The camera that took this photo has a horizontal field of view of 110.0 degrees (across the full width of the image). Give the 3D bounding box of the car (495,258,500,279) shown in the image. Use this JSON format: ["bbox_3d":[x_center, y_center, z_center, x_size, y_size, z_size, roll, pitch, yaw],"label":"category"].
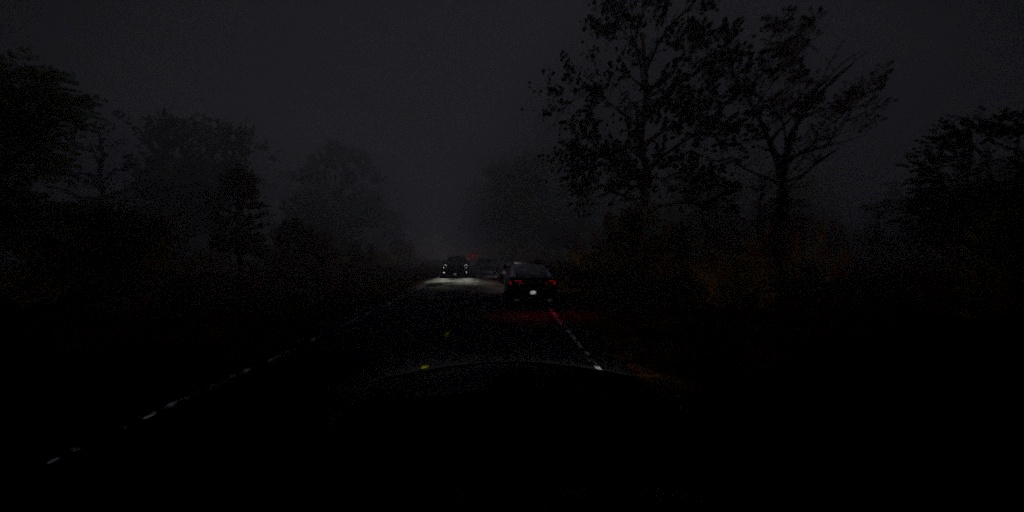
[{"bbox_3d":[0.010,0.950,24.659,1.812,1.442,4.674,0,1,-4],"label":"car"}]

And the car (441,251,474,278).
[{"bbox_3d":[-4.375,0.737,28.547,2.097,1.767,4.553,0,1,-5],"label":"car"}]

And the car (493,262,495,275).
[{"bbox_3d":[-0.515,0.866,30.683,1.812,1.442,4.674,0,1,-6],"label":"car"}]

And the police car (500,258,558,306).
[{"bbox_3d":[0.615,0.988,14.708,1.930,1.638,5.238,0,1,-3],"label":"police car"}]

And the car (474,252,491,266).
[{"bbox_3d":[-4.106,0.537,51.413,1.882,1.535,5.008,0,0,-10],"label":"car"}]
